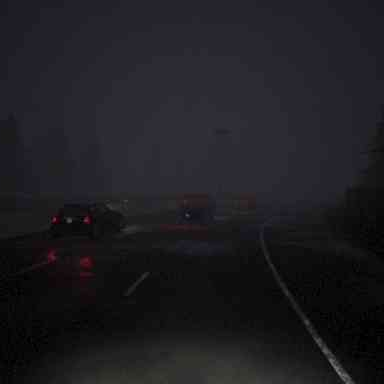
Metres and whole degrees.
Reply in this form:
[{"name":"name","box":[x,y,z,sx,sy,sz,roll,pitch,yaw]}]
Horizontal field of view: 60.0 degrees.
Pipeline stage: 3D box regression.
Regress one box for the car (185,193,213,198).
[{"name":"car","box":[0.929,1.156,36.979,2.150,2.045,5.566,0,0,23]}]

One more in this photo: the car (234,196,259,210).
[{"name":"car","box":[6.758,1.289,41.062,2.097,1.767,4.553,0,0,26]}]

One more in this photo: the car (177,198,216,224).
[{"name":"car","box":[0.355,1.433,24.864,1.882,1.535,5.008,0,0,16]}]

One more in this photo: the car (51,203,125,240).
[{"name":"car","box":[-5.104,1.314,16.965,2.097,1.767,4.553,0,0,10]}]

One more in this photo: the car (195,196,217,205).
[{"name":"car","box":[2.445,1.467,55.651,1.994,1.385,4.181,0,0,30]}]
